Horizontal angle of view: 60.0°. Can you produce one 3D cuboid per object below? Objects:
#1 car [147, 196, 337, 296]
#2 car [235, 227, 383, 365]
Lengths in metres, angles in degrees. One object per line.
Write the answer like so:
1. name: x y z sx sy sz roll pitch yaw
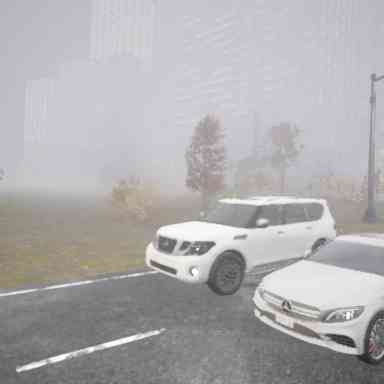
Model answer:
1. car: 1.594 1.147 8.799 5.566 2.045 2.150 0 1 -35
2. car: 3.164 1.511 5.919 4.674 1.442 1.812 0 1 -36
